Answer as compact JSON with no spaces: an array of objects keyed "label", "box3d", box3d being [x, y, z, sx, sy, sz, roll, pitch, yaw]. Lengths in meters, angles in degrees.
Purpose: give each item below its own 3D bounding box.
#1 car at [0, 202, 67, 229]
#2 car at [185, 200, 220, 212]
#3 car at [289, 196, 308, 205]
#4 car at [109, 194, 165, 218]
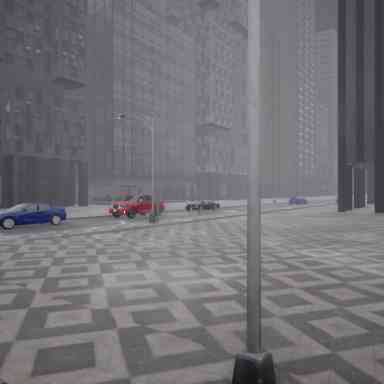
[{"label":"car","box3d":[-10.714,1.458,21.719,1.882,1.535,5.008,0,0,36]},{"label":"car","box3d":[1.215,1.555,38.021,1.895,1.301,4.718,0,0,36]},{"label":"car","box3d":[17.647,1.401,55.079,1.882,1.535,5.008,0,0,36]},{"label":"car","box3d":[-4.779,1.189,29.835,2.150,2.045,5.566,0,0,36]}]
